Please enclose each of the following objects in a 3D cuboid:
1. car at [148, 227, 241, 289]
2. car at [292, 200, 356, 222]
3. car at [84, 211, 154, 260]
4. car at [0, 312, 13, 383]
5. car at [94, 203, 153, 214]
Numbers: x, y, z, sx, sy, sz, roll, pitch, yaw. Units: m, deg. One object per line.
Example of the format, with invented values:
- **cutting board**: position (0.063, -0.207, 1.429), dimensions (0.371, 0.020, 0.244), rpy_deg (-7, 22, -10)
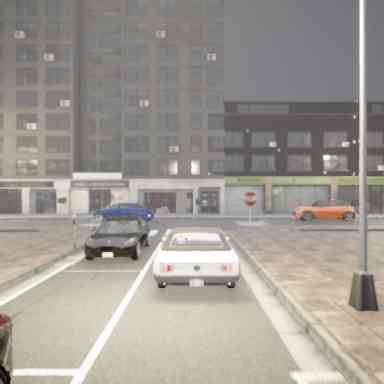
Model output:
- **car**: position (0.104, 1.625, 9.205), dimensions (1.895, 1.301, 4.718), rpy_deg (0, 0, 0)
- **car**: position (10.214, 1.389, 26.061), dimensions (4.553, 1.767, 2.097), rpy_deg (0, 0, 3)
- **car**: position (-2.633, 1.599, 12.564), dimensions (1.947, 1.339, 4.313), rpy_deg (0, 0, 0)
- **car**: position (-2.639, 1.570, 1.659), dimensions (1.947, 1.339, 4.313), rpy_deg (0, 0, 0)
- **car**: position (-5.231, 1.549, 25.115), dimensions (5.008, 1.535, 1.882), rpy_deg (0, -1, 31)
